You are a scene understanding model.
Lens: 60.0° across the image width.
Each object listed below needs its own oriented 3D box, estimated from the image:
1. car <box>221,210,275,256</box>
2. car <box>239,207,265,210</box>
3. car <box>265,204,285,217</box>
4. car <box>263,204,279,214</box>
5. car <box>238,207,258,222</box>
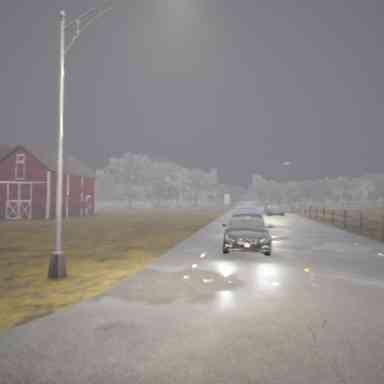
[{"bbox_3d":[2.411,1.737,14.449,1.837,1.490,4.892,1,-1,10],"label":"car"},{"bbox_3d":[4.072,1.902,24.308,1.882,1.535,5.008,1,-1,9],"label":"car"},{"bbox_3d":[10.943,2.461,43.413,1.994,1.385,4.181,1,-1,10],"label":"car"},{"bbox_3d":[12.605,2.689,53.275,2.033,1.411,5.357,1,-1,10],"label":"car"},{"bbox_3d":[5.744,2.235,34.161,1.895,1.301,4.718,1,-1,10],"label":"car"}]
